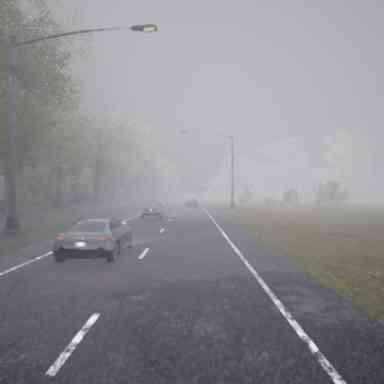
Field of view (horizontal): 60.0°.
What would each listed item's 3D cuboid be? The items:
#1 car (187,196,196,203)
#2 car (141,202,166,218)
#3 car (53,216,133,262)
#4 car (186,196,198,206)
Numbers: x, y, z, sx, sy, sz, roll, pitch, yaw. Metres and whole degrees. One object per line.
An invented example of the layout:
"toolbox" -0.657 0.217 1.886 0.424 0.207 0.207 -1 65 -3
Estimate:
"car" -0.116 1.629 72.981 1.812 1.442 4.674 0 0 0
"car" -3.448 1.591 30.304 2.033 1.411 5.357 0 0 0
"car" -3.418 1.583 12.209 1.994 1.385 4.181 0 0 0
"car" 0.012 1.641 54.947 1.994 1.385 4.181 0 0 0
